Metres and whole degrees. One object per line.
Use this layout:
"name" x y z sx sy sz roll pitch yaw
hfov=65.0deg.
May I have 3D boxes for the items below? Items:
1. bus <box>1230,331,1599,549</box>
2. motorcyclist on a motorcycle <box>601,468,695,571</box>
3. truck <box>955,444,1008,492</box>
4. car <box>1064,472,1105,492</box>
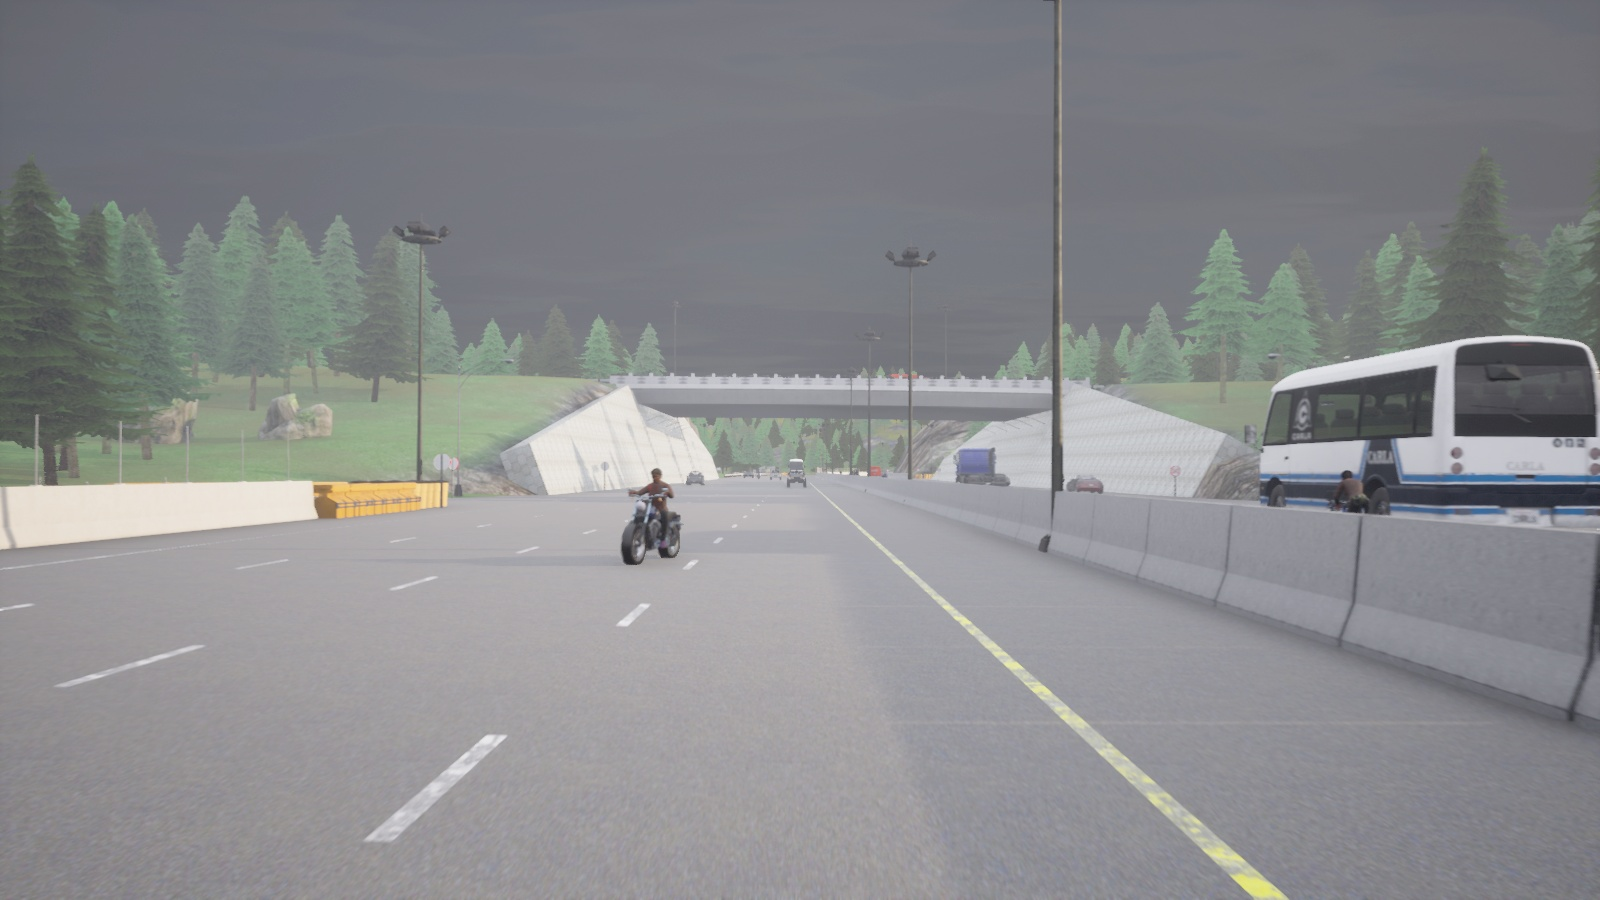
"bus" 13.922 -0.121 29.691 3.944 4.253 10.273 0 -1 0
"motorcyclist on a motorcycle" -2.552 1.132 21.344 0.766 1.649 2.350 -1 -1 15
"truck" 13.764 1.382 95.815 2.891 3.462 7.936 0 -1 0
"car" 20.777 2.334 91.893 1.994 1.385 4.181 0 -1 0
